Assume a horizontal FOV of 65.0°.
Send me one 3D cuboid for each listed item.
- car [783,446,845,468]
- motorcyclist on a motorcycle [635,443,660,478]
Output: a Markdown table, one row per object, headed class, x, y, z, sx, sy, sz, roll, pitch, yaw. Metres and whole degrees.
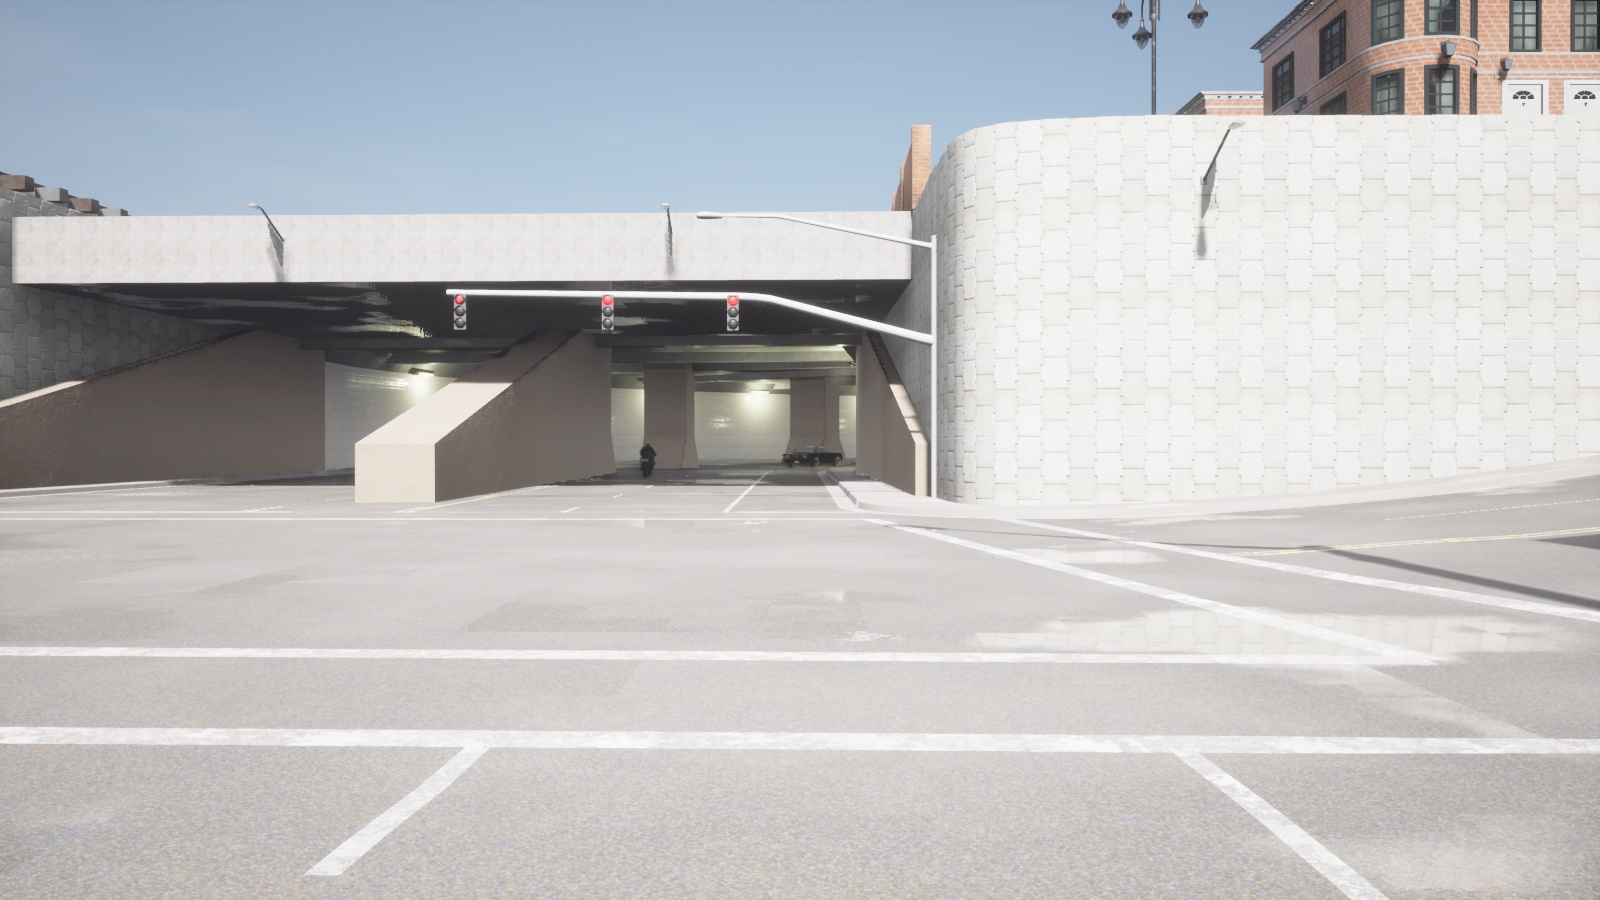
| class | x | y | z | sx | sy | sz | roll | pitch | yaw |
| --- | --- | --- | --- | --- | --- | --- | --- | --- | --- |
| car | 0.900 | 0.409 | 77.700 | 1.895 | 1.301 | 4.718 | 0 | 0 | 29 |
| motorcyclist on a motorcycle | -6.889 | 0.455 | 56.928 | 0.866 | 1.530 | 2.191 | 0 | 0 | 0 |
